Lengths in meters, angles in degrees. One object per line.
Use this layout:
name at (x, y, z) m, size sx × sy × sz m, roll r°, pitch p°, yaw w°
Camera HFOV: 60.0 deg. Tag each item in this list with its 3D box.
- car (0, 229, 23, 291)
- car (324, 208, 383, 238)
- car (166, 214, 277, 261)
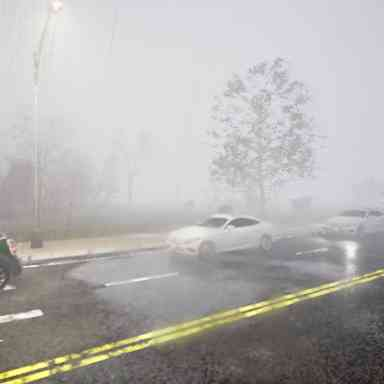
car at (-6.284, 1.346, 7.185) m, size 4.553 × 1.767 × 2.097 m, roll 0°, pitch 0°, yaw -35°
car at (9.186, 1.605, 18.214) m, size 4.674 × 1.442 × 1.812 m, roll 0°, pitch 0°, yaw -35°
car at (1.264, 1.562, 12.563) m, size 4.674 × 1.442 × 1.812 m, roll 0°, pitch 0°, yaw -36°
